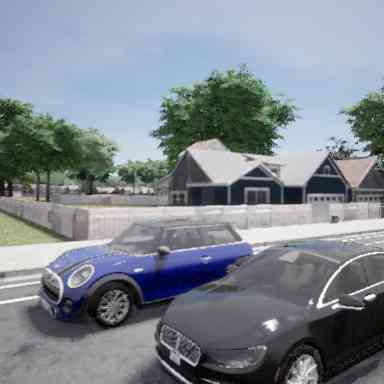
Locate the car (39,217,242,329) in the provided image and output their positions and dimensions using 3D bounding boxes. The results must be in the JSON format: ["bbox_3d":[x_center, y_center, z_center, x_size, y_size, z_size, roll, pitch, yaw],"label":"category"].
[{"bbox_3d":[-0.736,1.389,7.148,4.553,1.767,2.097,1,0,-35],"label":"car"}]

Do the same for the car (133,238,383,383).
[{"bbox_3d":[1.800,1.550,4.965,4.892,1.490,1.837,1,0,-35],"label":"car"}]
